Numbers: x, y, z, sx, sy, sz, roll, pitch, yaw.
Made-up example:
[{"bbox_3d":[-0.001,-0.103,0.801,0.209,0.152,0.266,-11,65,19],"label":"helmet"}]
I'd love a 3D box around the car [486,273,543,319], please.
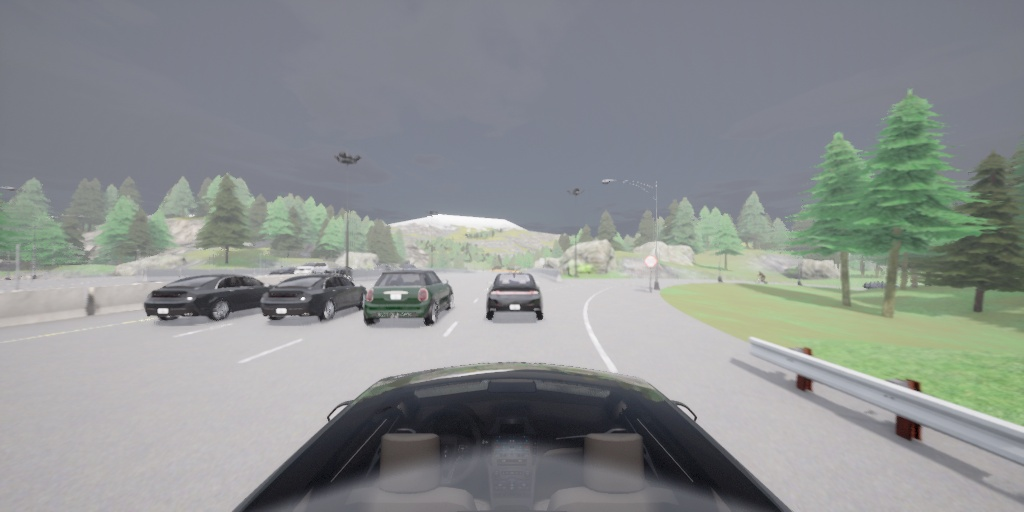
[{"bbox_3d":[0.081,1.360,13.326,2.128,1.511,4.902,0,0,0],"label":"car"}]

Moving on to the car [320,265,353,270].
[{"bbox_3d":[-24.285,2.234,50.191,1.895,1.301,4.718,0,-2,1],"label":"car"}]

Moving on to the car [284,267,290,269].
[{"bbox_3d":[-31.273,2.178,50.171,2.033,1.411,5.357,0,-2,1],"label":"car"}]

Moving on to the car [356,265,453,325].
[{"bbox_3d":[-3.422,1.242,12.684,2.097,1.767,4.553,0,-1,0],"label":"car"}]

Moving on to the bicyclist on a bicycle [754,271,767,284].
[{"bbox_3d":[31.932,2.765,46.018,0.582,1.620,1.656,3,-1,-25],"label":"bicyclist on a bicycle"}]

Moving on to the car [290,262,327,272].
[{"bbox_3d":[-27.784,1.851,50.110,2.150,2.045,5.566,0,-2,1],"label":"car"}]

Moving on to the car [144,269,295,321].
[{"bbox_3d":[-10.416,1.414,13.121,1.837,1.490,4.892,0,0,0],"label":"car"}]

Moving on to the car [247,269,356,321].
[{"bbox_3d":[-6.917,1.417,13.167,1.837,1.490,4.892,0,0,0],"label":"car"}]
